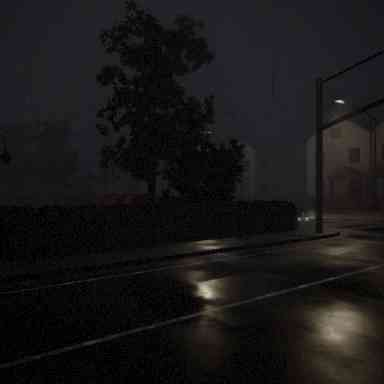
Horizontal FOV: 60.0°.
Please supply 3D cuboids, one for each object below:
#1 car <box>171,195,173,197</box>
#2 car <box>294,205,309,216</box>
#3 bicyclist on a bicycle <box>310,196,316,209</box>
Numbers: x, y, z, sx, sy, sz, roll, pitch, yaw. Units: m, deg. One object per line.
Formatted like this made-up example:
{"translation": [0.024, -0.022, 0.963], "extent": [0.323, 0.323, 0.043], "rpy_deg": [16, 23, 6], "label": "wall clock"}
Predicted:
{"translation": [-3.588, 1.351, 55.255], "extent": [2.097, 1.767, 4.553], "rpy_deg": [0, 0, -35], "label": "car"}
{"translation": [8.411, 1.547, 31.837], "extent": [2.033, 1.411, 5.357], "rpy_deg": [0, 0, -35], "label": "car"}
{"translation": [15.135, 1.302, 41.360], "extent": [1.656, 1.620, 0.582], "rpy_deg": [0, 0, -35], "label": "bicyclist on a bicycle"}
